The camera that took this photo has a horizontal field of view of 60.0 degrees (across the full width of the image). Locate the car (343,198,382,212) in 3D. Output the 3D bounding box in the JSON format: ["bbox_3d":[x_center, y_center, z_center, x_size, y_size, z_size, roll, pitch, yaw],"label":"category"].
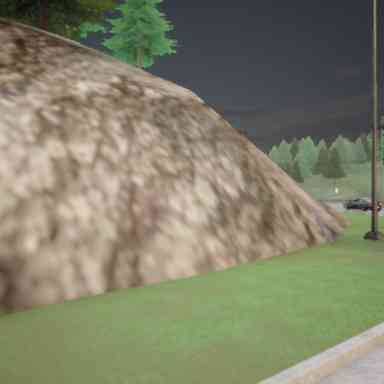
[{"bbox_3d":[18.334,1.390,35.832,1.812,1.442,4.674,1,0,-10],"label":"car"}]
